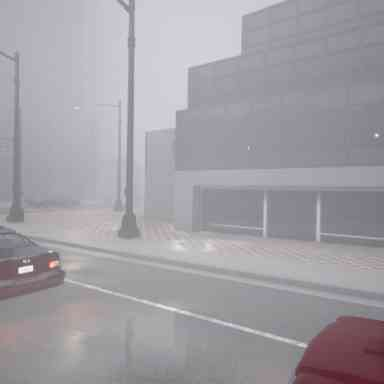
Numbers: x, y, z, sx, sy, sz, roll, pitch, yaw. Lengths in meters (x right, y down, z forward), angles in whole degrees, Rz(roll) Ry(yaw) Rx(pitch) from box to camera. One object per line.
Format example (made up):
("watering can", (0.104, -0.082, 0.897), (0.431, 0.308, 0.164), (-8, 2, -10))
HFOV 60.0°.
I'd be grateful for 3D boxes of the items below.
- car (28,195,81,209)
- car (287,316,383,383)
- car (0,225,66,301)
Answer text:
("car", (-14.768, 1.078, 36.113), (2.033, 1.411, 5.357), (1, 1, 36))
("car", (2.959, 1.600, 1.883), (4.718, 1.301, 1.895), (0, 0, 35))
("car", (-5.150, 1.460, 7.669), (5.357, 1.411, 2.033), (1, 0, 35))
